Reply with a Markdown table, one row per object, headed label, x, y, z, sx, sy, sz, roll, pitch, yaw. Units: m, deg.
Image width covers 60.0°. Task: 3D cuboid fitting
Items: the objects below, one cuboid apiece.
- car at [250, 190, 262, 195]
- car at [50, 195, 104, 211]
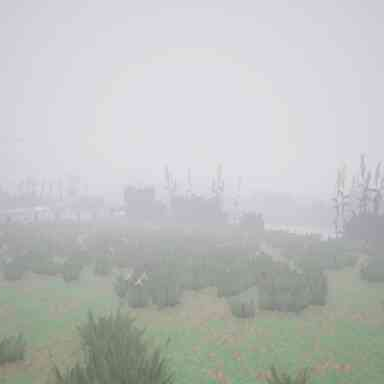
| label | x | y | z | sx | sy | sz | roll | pitch | yaw |
| --- | --- | --- | --- | --- | --- | --- | --- | --- | --- |
| car | 10.346 | 0.765 | 47.434 | 2.150 | 2.045 | 5.566 | 0 | -2 | 44 |
| car | -10.355 | 1.107 | 30.306 | 1.837 | 1.490 | 4.892 | 0 | 3 | 41 |
